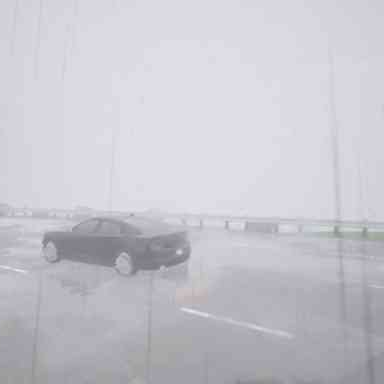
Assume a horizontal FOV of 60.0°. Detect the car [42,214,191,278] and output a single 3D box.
[{"bbox_3d":[-2.396,1.389,9.884,5.008,1.535,1.882,0,0,33],"label":"car"}]
